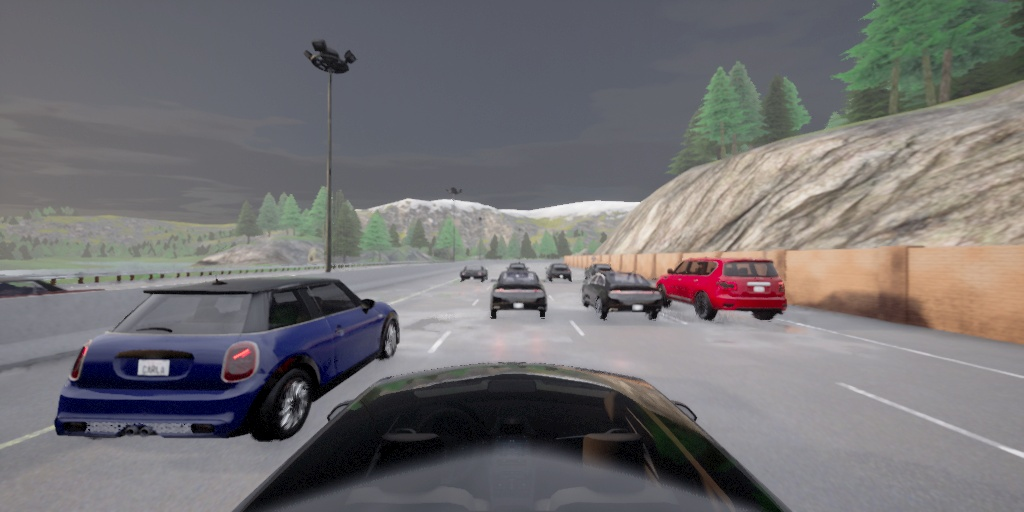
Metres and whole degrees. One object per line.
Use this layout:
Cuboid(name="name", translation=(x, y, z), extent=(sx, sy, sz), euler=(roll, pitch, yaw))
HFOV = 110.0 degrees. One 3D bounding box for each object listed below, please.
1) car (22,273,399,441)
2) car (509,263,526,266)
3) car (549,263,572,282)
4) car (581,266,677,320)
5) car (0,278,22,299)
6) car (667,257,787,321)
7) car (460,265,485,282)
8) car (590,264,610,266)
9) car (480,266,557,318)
Cuboid(name="car", translation=(-3.373, 1.087, 5.529), extent=(2.097, 1.767, 4.553), euler=(0, 0, 1))
Cuboid(name="car", translation=(0.473, 1.353, 31.111), extent=(1.837, 1.490, 4.892), euler=(0, 0, 1))
Cuboid(name="car", translation=(3.972, 1.381, 30.966), extent=(1.837, 1.490, 4.892), euler=(0, 0, 1))
Cuboid(name="car", translation=(3.729, 1.308, 12.956), extent=(2.128, 1.511, 4.902), euler=(0, 0, 1))
Cuboid(name="car", translation=(-14.023, 1.261, 9.257), extent=(1.895, 1.301, 4.718), euler=(0, 0, 1))
Cuboid(name="car", translation=(7.234, 1.067, 13.126), extent=(2.150, 2.045, 5.566), euler=(0, 0, 1))
Cuboid(name="car", translation=(-3.046, 1.416, 29.720), extent=(1.895, 1.301, 4.718), euler=(0, 0, 1))
Cuboid(name="car", translation=(7.470, 1.409, 30.845), extent=(1.837, 1.490, 4.892), euler=(0, 0, 1))
Cuboid(name="car", translation=(0.232, 1.280, 13.183), extent=(2.128, 1.511, 4.902), euler=(0, 0, 1))
